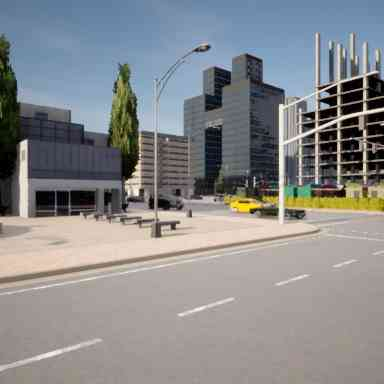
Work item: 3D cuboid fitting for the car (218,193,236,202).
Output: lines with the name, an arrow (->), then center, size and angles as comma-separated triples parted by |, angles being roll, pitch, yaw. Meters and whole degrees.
car -> 7.960, 1.395, 67.782 | 3.806, 1.475, 1.970 | 0, 0, -40

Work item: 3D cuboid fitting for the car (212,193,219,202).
car -> 6.119, 1.156, 70.017 | 3.866, 1.878, 1.905 | 0, 0, -40

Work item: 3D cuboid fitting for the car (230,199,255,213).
car -> 6.155, 1.477, 34.527 | 1.882, 1.535, 5.008 | 0, 0, -38

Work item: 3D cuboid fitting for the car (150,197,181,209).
car -> -3.829, 1.493, 47.218 | 2.128, 1.511, 4.902 | 0, 0, -38

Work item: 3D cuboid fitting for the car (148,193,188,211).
car -> -3.282, 1.223, 40.861 | 2.150, 2.045, 5.566 | 0, 0, -38

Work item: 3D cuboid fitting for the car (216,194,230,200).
car -> 8.729, 1.395, 94.167 | 3.806, 1.475, 1.970 | 0, 0, -40

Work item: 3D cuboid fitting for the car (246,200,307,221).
car -> 7.093, 1.601, 27.679 | 1.895, 1.301, 4.718 | 0, 0, -38

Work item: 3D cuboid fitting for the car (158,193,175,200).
car -> -6.441, 1.156, 85.095 | 3.866, 1.878, 1.905 | 0, 0, -40

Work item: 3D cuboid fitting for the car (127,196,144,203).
car -> -11.761, 1.491, 68.917 | 2.128, 1.511, 4.902 | 0, 0, -38

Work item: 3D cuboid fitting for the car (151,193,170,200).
car -> -8.247, 1.153, 87.357 | 4.605, 1.855, 1.932 | 0, 0, -40
